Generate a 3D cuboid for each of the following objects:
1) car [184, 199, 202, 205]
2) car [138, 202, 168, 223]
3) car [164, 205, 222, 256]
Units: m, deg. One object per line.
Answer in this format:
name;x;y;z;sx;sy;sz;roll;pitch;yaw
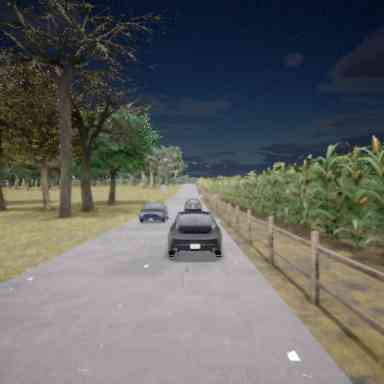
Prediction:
car;0.106;1.415;34.547;2.033;1.411;5.357;0;0;0
car;-2.748;1.461;24.934;2.033;1.411;5.357;0;0;0
car;0.099;1.469;12.936;1.837;1.490;4.892;0;0;0
